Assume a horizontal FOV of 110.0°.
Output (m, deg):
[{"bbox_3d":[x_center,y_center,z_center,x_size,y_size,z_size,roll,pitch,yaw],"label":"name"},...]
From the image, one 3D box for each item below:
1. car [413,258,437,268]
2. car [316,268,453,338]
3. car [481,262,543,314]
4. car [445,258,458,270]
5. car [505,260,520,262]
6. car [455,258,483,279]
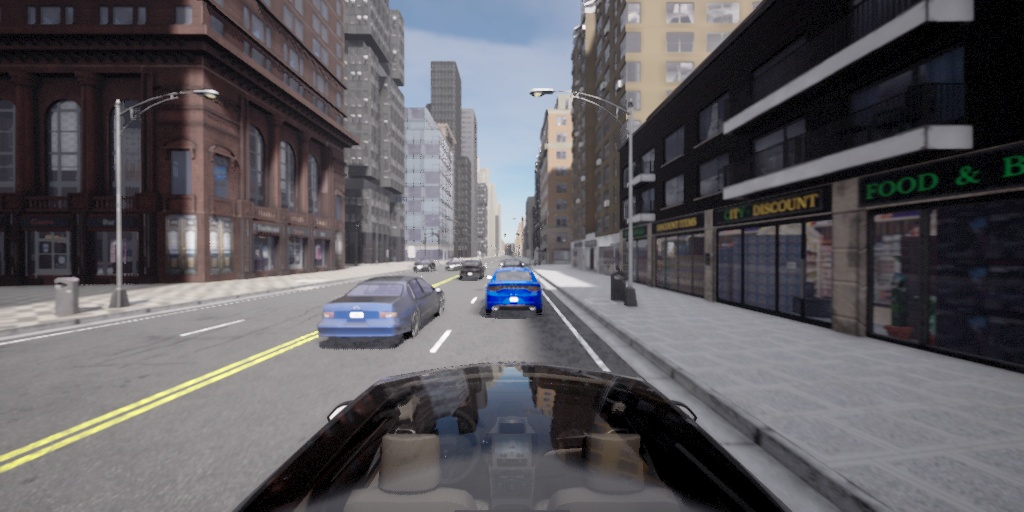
[{"bbox_3d":[-9.905,1.037,40.927,2.128,1.511,4.902,0,0,0],"label":"car"},{"bbox_3d":[-3.199,1.250,9.923,2.033,1.411,5.357,0,0,0],"label":"car"},{"bbox_3d":[0.062,1.159,13.411,1.882,1.535,5.008,0,0,0],"label":"car"},{"bbox_3d":[-6.654,1.029,42.183,2.128,1.511,4.902,0,0,0],"label":"car"},{"bbox_3d":[0.040,1.066,31.330,1.882,1.535,5.008,0,0,0],"label":"car"},{"bbox_3d":[-3.211,1.100,29.856,1.837,1.490,4.892,0,0,0],"label":"car"}]
